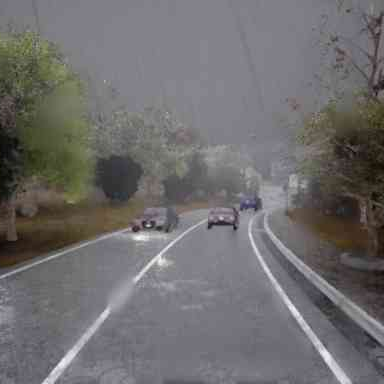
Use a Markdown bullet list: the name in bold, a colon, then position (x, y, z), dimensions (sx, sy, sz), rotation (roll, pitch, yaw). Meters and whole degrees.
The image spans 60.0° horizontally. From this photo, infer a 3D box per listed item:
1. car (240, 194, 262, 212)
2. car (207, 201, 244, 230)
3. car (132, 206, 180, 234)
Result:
- **car**: position (7.513, 1.341, 42.134), dimensions (2.150, 2.045, 5.566), rotation (2, 0, 19)
- **car**: position (2.140, 1.575, 21.669), dimensions (2.033, 1.411, 5.357), rotation (1, 0, 10)
- **car**: position (-1.957, 1.530, 19.098), dimensions (1.994, 1.385, 4.181), rotation (1, 0, 9)
